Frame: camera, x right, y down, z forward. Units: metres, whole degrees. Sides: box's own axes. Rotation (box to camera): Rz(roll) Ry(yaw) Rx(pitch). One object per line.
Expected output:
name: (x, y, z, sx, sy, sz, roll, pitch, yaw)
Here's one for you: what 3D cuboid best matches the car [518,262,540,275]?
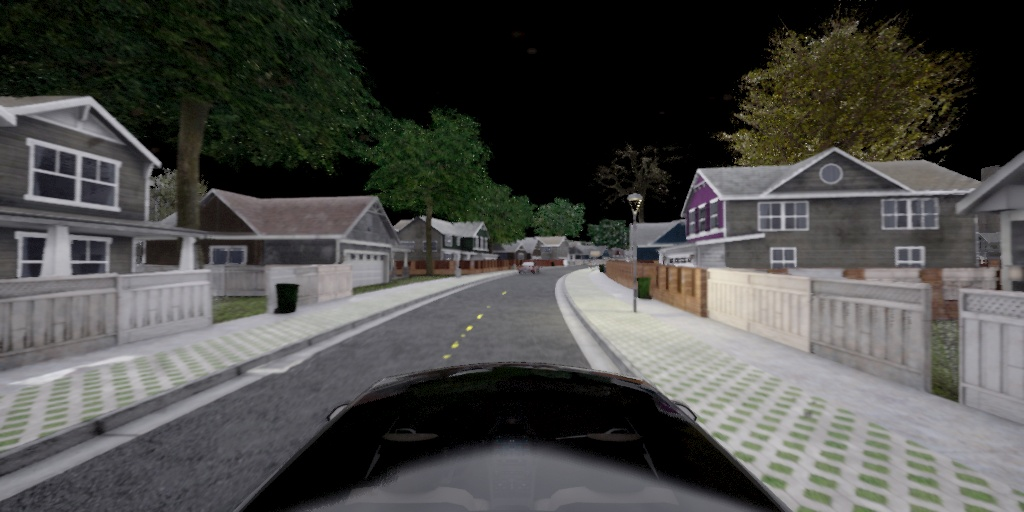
car: (1.972, 1.372, 41.501, 1.812, 1.442, 4.674, 0, 0, 14)
